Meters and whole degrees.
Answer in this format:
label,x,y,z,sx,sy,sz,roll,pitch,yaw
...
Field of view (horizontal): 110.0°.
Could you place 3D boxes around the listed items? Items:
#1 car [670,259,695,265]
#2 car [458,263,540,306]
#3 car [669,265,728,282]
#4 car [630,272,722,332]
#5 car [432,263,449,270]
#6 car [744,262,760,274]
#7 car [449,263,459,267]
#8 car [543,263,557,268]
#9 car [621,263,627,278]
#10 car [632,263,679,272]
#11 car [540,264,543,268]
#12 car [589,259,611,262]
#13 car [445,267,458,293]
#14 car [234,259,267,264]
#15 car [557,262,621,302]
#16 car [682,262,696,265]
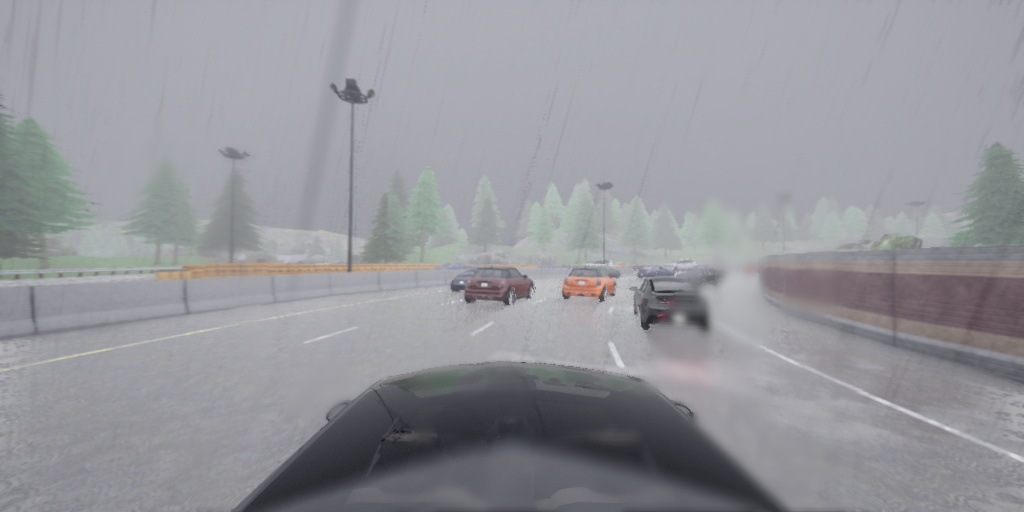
label,x,y,z,sx,sy,sz,roll,pitch,yaw
car,27.548,1.552,58.810,5.566,2.045,2.150,-2,0,-17
car,-0.434,1.279,17.145,2.097,1.767,4.553,1,-1,20
car,14.873,1.722,28.476,5.357,1.411,2.033,0,1,-42
car,5.089,1.446,11.832,1.837,1.490,4.892,-1,-1,15
car,-7.356,1.621,45.762,1.882,1.535,5.008,0,-1,43
car,34.870,1.588,50.106,4.553,1.767,2.097,0,0,-18
car,-4.226,1.678,38.473,1.994,1.385,4.181,0,-1,41
car,7.961,1.931,58.178,4.718,1.301,1.895,0,0,-30
car,9.756,1.748,37.646,4.181,1.385,1.994,1,-1,-41
car,14.957,1.713,37.403,4.674,1.442,1.812,1,-1,-35
car,6.008,1.913,61.060,4.181,1.385,1.994,0,0,-30
car,12.323,1.516,52.474,5.566,2.045,2.150,1,-1,-29
car,-1.994,1.530,22.400,1.994,1.385,4.181,0,-1,26
car,-32.277,1.191,44.646,2.097,1.767,4.553,1,-1,-9
car,4.279,1.369,19.284,2.097,1.767,4.553,1,-1,25
car,20.022,1.663,36.605,5.008,1.535,1.882,1,-2,-30
